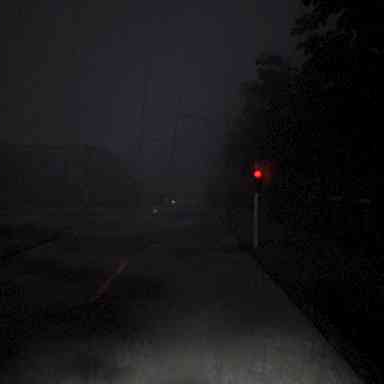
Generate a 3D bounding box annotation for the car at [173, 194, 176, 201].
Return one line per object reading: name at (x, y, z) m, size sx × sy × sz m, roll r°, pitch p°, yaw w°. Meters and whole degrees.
car at (-4.024, 0.991, 61.780) m, size 1.994 × 1.385 × 4.181 m, roll 0°, pitch 1°, yaw 1°

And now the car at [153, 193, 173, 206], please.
car at (-4.074, 0.935, 44.944) m, size 2.097 × 1.767 × 4.553 m, roll 0°, pitch 0°, yaw 0°
